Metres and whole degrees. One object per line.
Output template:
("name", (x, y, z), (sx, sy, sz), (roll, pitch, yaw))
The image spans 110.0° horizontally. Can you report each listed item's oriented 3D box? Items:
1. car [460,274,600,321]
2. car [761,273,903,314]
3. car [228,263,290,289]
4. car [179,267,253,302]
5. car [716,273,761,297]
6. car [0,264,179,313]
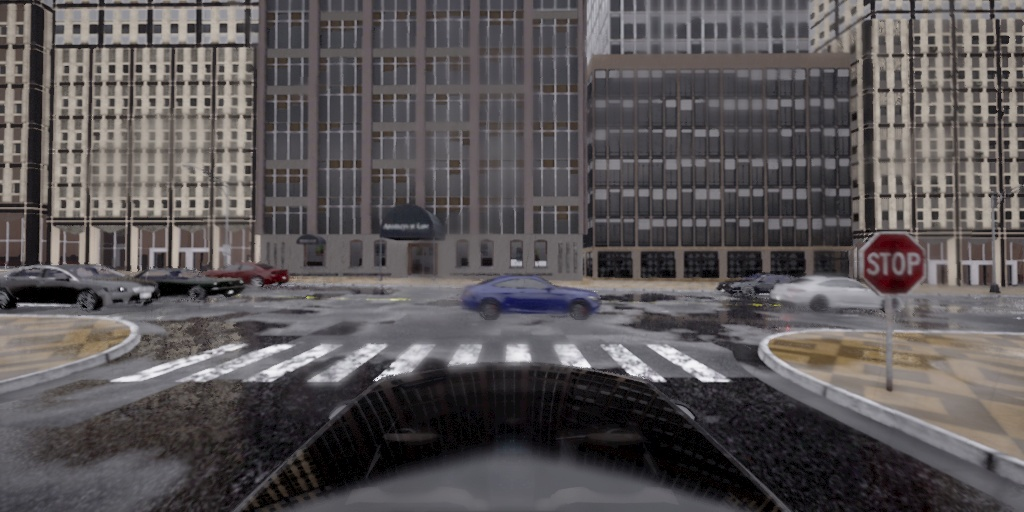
("car", (0.593, 1.349, 12.203), (4.674, 1.442, 1.812), (0, 0, 0))
("car", (13.711, 1.599, 15.314), (4.674, 1.442, 1.812), (1, -1, 1))
("car", (-16.630, 1.179, 22.338), (5.008, 1.535, 1.882), (1, -1, 1))
("car", (-14.441, 1.223, 15.616), (4.718, 1.301, 1.895), (1, -1, 1))
("car", (15.613, 1.765, 22.008), (5.357, 1.411, 2.033), (1, -1, 1))
("car", (-15.018, 1.050, 12.359), (4.902, 1.511, 2.128), (1, -1, 1))
